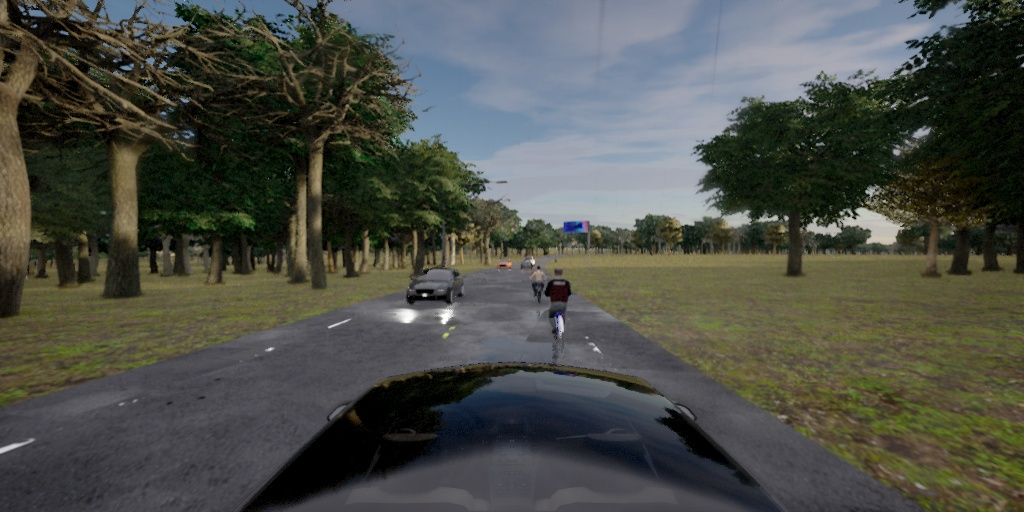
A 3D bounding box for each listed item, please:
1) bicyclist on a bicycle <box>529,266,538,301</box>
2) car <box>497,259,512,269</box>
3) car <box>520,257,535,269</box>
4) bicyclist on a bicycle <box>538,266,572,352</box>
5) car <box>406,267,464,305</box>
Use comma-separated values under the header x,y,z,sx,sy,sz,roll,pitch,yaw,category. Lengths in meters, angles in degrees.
x,y,z,sx,sy,sz,roll,pitch,yaw,category
1.169,1.227,15.837,0.866,1.612,1.509,0,0,1,bicyclist on a bicycle
-1.257,1.275,59.613,2.097,1.767,4.553,0,0,4,car
2.467,1.420,60.092,2.128,1.511,4.902,0,0,4,car
1.029,1.136,8.115,0.659,1.776,1.843,0,0,1,bicyclist on a bicycle
-3.375,1.295,16.522,1.837,1.490,4.892,0,0,1,car
